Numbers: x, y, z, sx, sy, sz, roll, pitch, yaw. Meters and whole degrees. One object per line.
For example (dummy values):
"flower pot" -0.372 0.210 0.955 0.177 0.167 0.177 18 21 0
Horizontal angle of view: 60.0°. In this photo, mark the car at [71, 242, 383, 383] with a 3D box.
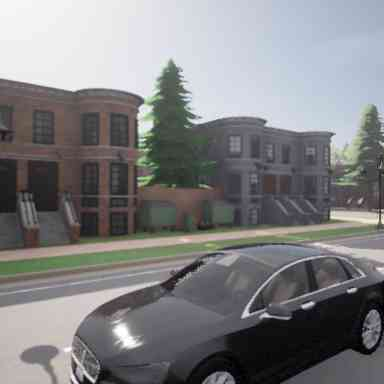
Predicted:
"car" 0.896 1.534 4.626 4.892 1.490 1.837 1 -1 -36
